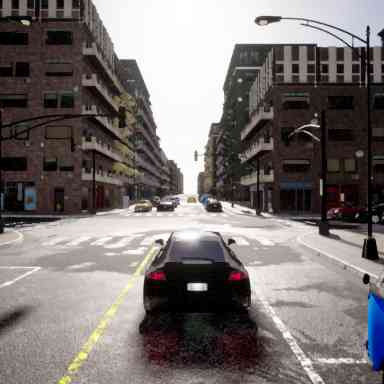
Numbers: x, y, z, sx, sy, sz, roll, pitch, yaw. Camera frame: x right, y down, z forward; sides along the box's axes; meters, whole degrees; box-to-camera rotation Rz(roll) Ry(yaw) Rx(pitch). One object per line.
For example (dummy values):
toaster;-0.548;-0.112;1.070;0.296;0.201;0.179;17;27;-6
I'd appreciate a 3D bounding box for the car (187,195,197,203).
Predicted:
car;-0.033;1.508;70.204;1.882;1.535;5.008;0;0;0

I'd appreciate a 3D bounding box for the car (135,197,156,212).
car;-5.751;1.540;39.761;1.752;1.417;4.829;1;0;0

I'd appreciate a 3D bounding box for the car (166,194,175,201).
car;-5.847;1.483;90.715;1.967;1.590;4.097;1;0;0

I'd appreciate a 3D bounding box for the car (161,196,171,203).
car;-5.816;1.577;73.787;1.887;1.381;4.507;1;0;0

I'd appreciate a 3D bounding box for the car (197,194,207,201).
car;2.546;1.354;85.088;2.192;1.841;5.009;1;0;0

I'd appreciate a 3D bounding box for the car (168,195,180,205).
car;-3.190;1.497;49.643;1.882;1.535;5.008;0;0;0

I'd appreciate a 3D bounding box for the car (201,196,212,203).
car;2.617;1.568;45.590;2.008;1.369;4.403;1;0;0

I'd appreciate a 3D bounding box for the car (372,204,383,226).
car;13.501;1.583;19.771;4.313;1.339;1.947;0;-1;1

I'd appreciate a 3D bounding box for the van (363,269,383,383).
van;2.670;1.342;2.001;1.690;1.788;3.998;1;0;0

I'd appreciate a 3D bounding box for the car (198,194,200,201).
car;2.574;1.554;68.330;1.752;1.417;4.829;1;0;0

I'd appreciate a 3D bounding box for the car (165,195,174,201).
car;-5.838;1.590;85.072;2.008;1.369;4.403;1;0;0

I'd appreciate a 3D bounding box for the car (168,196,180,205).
car;-3.183;1.502;60.019;1.882;1.535;5.008;0;0;0

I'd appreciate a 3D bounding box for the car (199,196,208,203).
car;2.563;1.614;73.802;1.802;1.307;4.206;1;0;0

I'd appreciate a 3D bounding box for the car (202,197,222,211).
car;2.627;1.581;39.947;1.947;1.339;4.313;1;0;0

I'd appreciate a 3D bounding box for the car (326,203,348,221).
car;13.589;1.609;28.153;4.097;1.590;1.967;0;-1;1

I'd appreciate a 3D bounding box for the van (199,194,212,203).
van;2.599;1.364;56.875;1.690;1.788;3.998;1;0;0

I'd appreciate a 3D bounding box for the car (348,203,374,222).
car;15.061;1.635;25.545;4.892;1.490;1.837;0;-1;0

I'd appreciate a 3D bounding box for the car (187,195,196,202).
car;-0.152;1.561;80.477;2.128;1.511;4.902;0;0;0

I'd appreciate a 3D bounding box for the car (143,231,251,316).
car;0.086;1.566;7.603;1.994;1.385;4.181;0;0;0

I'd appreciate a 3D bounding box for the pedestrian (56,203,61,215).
pedestrian;-12.598;1.598;31.353;0.500;1.100;0.500;0;-1;1

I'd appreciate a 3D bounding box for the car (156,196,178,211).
car;-3.176;1.579;40.926;1.994;1.385;4.181;0;0;0
